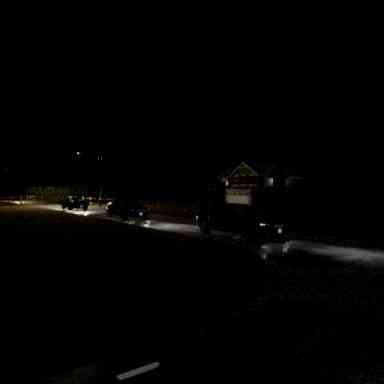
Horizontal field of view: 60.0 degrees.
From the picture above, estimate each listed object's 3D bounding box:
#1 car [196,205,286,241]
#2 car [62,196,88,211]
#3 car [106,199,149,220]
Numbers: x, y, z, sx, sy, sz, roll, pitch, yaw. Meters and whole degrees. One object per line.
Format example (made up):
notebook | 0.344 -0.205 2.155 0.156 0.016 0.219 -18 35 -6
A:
car | 2.229 1.382 16.184 2.128 1.511 4.902 2 0 -39
car | -12.986 1.254 36.830 2.128 1.511 4.902 2 -1 -36
car | -5.090 1.298 25.897 2.128 1.511 4.902 2 0 -36
